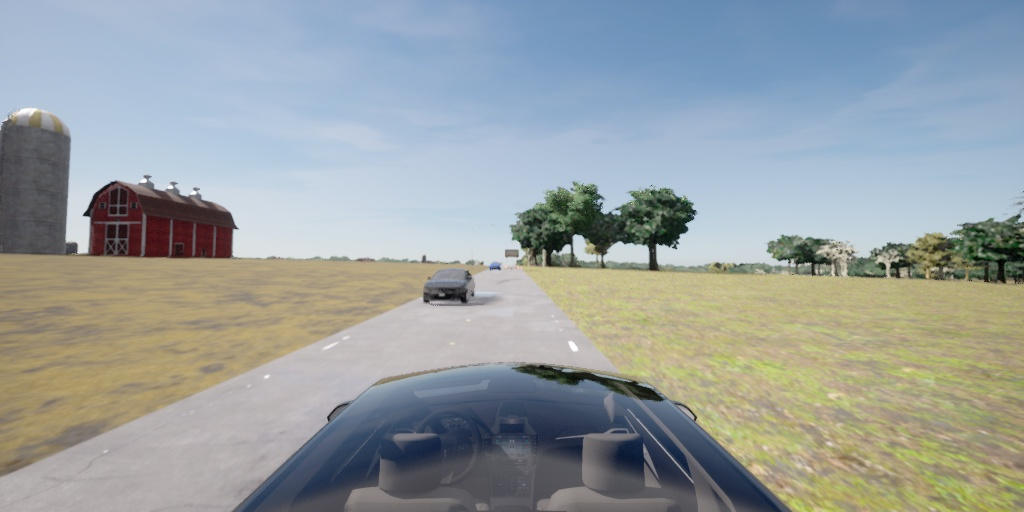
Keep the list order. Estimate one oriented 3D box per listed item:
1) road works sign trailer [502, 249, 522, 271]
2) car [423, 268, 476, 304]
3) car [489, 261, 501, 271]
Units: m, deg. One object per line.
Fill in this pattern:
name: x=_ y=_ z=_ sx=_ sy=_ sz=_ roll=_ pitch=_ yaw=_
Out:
road works sign trailer: x=0.002 y=0.631 z=59.256 sx=2.380 sy=3.560 sz=2.880 roll=0 pitch=0 yaw=0
car: x=-2.844 y=1.321 z=17.045 sx=1.882 sy=1.535 sz=5.008 roll=0 pitch=0 yaw=0
car: x=-2.769 y=1.644 z=59.259 sx=1.882 sy=1.535 sz=5.008 roll=0 pitch=0 yaw=1
